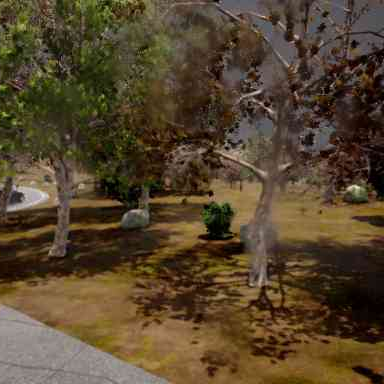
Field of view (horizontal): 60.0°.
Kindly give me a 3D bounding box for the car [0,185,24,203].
[{"bbox_3d":[-14.710,0.223,25.590,1.837,1.490,4.892,5,4,-4],"label":"car"}]
